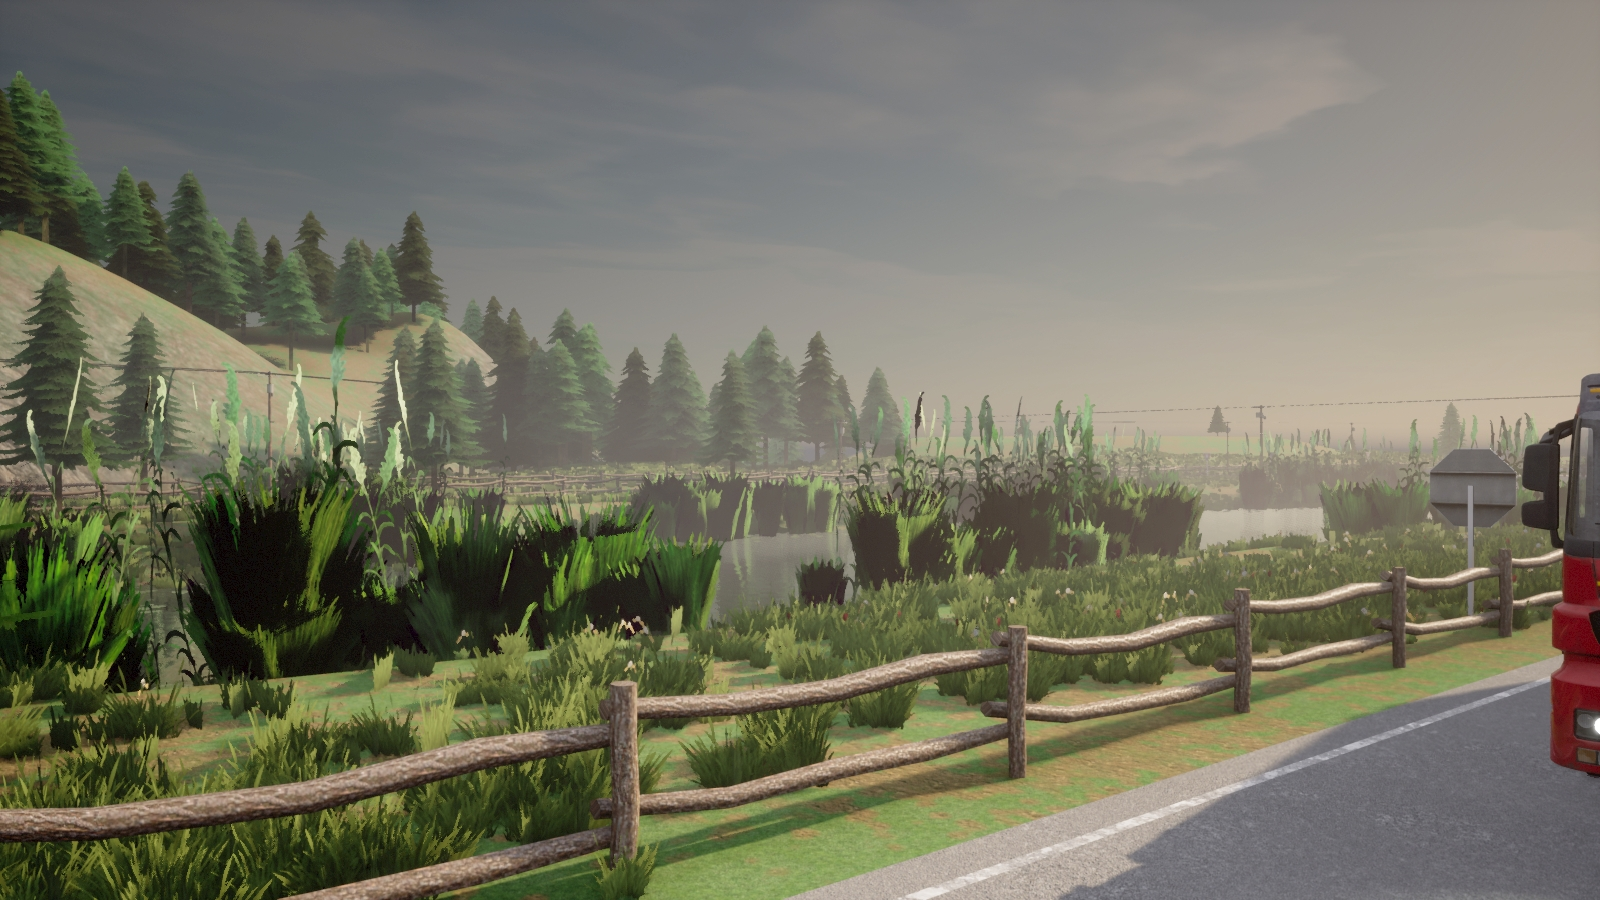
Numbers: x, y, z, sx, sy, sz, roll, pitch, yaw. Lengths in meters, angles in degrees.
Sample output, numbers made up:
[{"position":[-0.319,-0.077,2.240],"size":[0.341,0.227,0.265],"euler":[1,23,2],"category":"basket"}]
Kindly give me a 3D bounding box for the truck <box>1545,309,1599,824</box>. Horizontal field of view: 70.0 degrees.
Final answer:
[{"position":[9.569,0.862,10.969],"size":[2.891,3.827,8.468],"euler":[0,0,41],"category":"truck"}]
